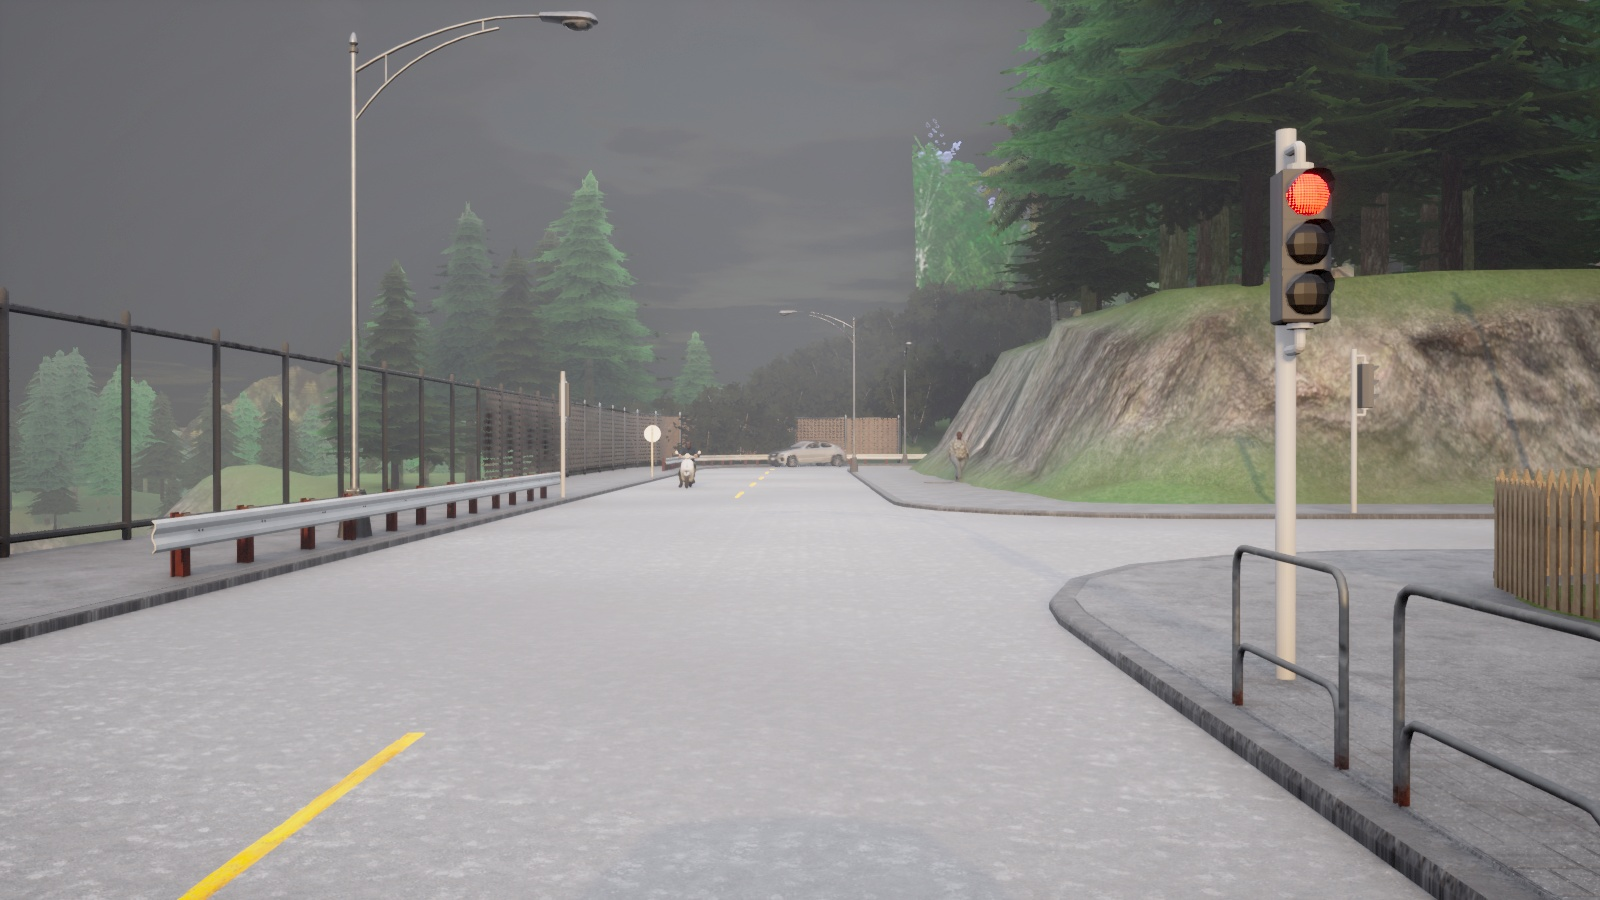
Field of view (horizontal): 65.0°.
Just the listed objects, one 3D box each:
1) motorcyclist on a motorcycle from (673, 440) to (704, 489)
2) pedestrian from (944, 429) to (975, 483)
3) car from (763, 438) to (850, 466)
[{"bbox_3d":[-3.707,0.461,41.817,0.866,1.590,1.817,0,0,0],"label":"motorcyclist on a motorcycle"},{"bbox_3d":[5.590,0.212,44.157,0.874,1.855,0.900,0,0,-8],"label":"pedestrian"},{"bbox_3d":[0.415,0.091,77.242,5.027,1.651,2.152,0,0,-32],"label":"car"}]
